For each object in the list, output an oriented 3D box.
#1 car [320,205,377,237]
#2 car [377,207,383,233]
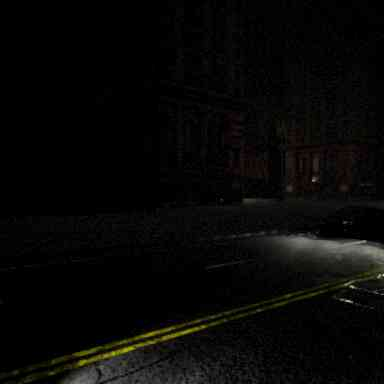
[{"bbox_3d":[9.011,1.479,18.098,5.008,1.535,1.882,0,0,-35],"label":"car"},{"bbox_3d":[10.899,1.479,15.453,5.008,1.535,1.882,0,0,-35],"label":"car"}]
